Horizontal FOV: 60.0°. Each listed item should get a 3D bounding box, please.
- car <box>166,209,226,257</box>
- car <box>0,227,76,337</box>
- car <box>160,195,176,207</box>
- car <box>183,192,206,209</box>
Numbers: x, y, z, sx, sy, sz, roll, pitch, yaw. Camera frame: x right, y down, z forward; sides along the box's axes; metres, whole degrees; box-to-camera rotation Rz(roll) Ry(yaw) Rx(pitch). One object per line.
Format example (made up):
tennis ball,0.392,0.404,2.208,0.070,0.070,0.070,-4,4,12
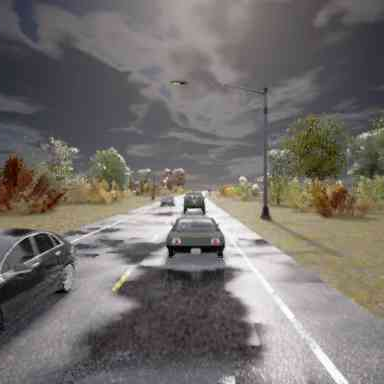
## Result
car,0.126,1.531,12.492,1.895,1.301,4.718,0,0,0
car,-3.588,1.471,5.847,1.837,1.490,4.892,0,0,0
car,-3.319,1.250,46.299,1.837,1.490,4.892,0,0,1
car,0.240,1.033,34.092,2.150,2.045,5.566,0,0,0
